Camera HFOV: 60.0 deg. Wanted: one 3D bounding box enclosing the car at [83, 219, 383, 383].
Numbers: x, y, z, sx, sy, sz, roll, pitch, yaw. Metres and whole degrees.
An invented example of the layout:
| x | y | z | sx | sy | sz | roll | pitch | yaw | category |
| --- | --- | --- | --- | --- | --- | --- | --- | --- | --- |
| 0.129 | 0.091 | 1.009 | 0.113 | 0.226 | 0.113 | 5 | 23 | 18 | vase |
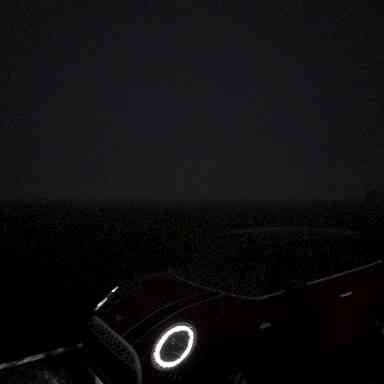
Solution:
| x | y | z | sx | sy | sz | roll | pitch | yaw | category |
| --- | --- | --- | --- | --- | --- | --- | --- | --- | --- |
| 0.910 | 1.339 | 4.643 | 4.553 | 1.767 | 2.097 | 0 | 0 | -36 | car |
